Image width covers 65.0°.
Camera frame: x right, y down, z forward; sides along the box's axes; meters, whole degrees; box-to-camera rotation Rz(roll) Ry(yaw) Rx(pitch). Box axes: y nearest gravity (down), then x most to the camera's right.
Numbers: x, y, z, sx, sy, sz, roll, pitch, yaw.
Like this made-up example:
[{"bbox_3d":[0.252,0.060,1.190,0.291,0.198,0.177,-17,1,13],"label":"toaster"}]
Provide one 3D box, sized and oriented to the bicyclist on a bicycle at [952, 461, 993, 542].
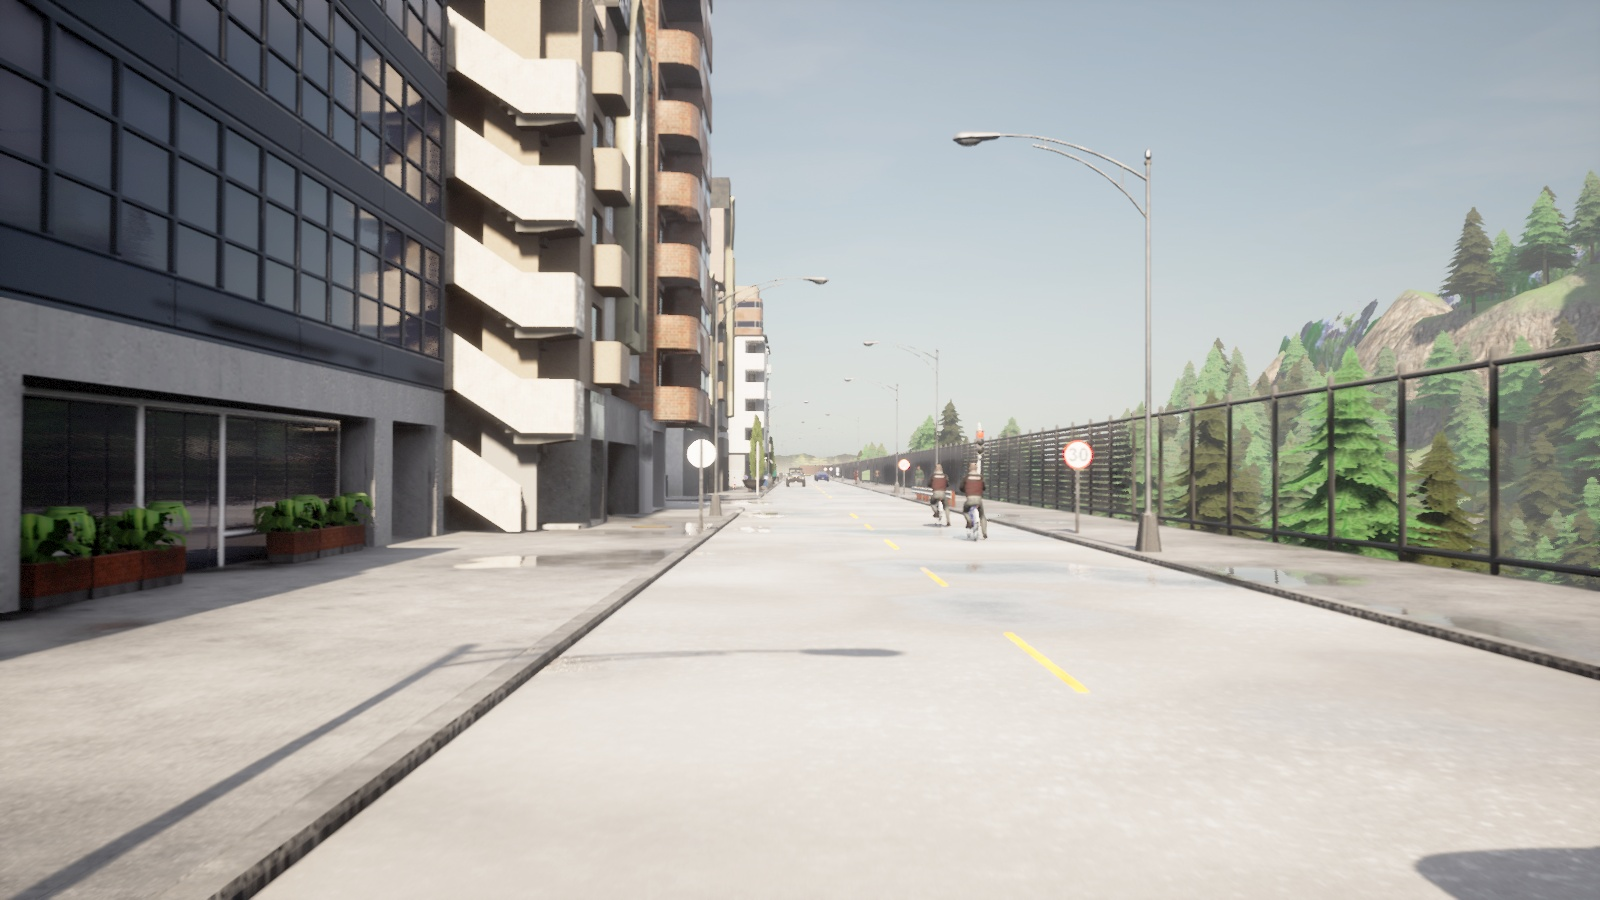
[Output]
[{"bbox_3d":[3.918,1.148,28.651,0.659,1.776,1.843,0,0,0],"label":"bicyclist on a bicycle"}]
